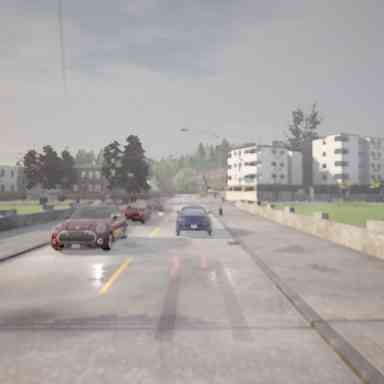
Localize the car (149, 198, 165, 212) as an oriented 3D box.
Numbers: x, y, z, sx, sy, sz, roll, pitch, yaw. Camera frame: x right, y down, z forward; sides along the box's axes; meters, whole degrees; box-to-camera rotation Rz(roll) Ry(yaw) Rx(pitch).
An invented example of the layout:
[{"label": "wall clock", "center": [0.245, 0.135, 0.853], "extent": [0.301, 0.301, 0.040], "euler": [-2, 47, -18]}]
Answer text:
[{"label": "car", "center": [-4.055, 1.420, 37.284], "extent": [1.837, 1.490, 4.892], "euler": [0, 0, 0]}]

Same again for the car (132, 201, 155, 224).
[{"label": "car", "center": [-4.082, 1.545, 24.109], "extent": [1.895, 1.301, 4.718], "euler": [0, 0, 0]}]

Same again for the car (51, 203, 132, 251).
[{"label": "car", "center": [-4.089, 1.320, 13.963], "extent": [2.097, 1.767, 4.553], "euler": [0, 0, 0]}]

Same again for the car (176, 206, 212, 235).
[{"label": "car", "center": [0.099, 1.483, 18.302], "extent": [1.812, 1.442, 4.674], "euler": [0, 0, 0]}]
